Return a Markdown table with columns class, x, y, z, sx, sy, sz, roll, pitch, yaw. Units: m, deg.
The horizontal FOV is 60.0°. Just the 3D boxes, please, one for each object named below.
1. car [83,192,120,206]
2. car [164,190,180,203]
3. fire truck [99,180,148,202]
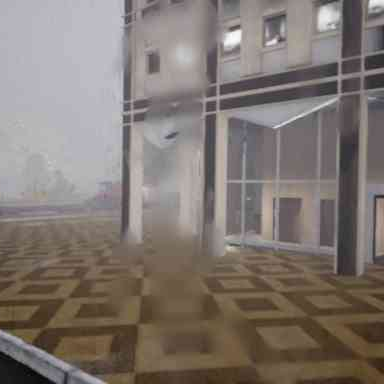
| class | x | y | z | sx | sy | sz | roll | pitch | yaw |
| --- | --- | --- | --- | --- | --- | --- | --- | --- | --- |
| car | -13.051 | 1.213 | 47.048 | 1.837 | 1.490 | 4.892 | 2 | 1 | 38 |
| car | -2.552 | 0.724 | 60.225 | 2.150 | 2.045 | 5.566 | 2 | 1 | 38 |
| fire truck | -11.114 | -0.031 | 54.594 | 2.891 | 3.827 | 8.468 | 2 | 1 | 38 |
